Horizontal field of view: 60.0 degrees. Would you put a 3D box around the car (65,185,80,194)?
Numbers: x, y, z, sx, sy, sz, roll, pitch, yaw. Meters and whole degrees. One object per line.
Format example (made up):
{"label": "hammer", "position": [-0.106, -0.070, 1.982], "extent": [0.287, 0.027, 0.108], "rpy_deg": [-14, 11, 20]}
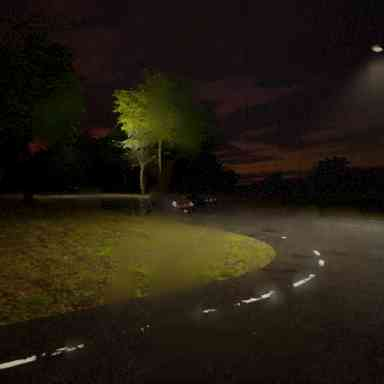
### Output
{"label": "car", "position": [-27.780, -0.708, 77.216], "extent": [2.150, 2.045, 5.566], "rpy_deg": [-1, 2, -35]}

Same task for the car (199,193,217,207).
{"label": "car", "position": [0.584, 0.850, 37.437], "extent": [2.033, 1.411, 5.357], "rpy_deg": [-1, 2, -35]}

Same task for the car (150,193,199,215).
{"label": "car", "position": [-1.798, 0.916, 28.712], "extent": [2.097, 1.767, 4.553], "rpy_deg": [-1, 2, -35]}
